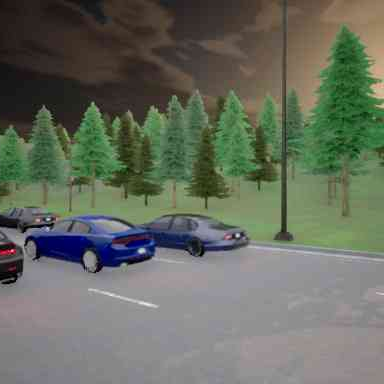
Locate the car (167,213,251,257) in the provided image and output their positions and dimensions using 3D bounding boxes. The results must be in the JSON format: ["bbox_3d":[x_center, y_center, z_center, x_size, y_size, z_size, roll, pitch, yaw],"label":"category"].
[{"bbox_3d":[-0.465,1.547,12.899,5.357,1.411,2.033,0,0,35],"label":"car"}]

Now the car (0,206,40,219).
[{"bbox_3d":[-9.882,1.547,19.584,5.357,1.411,2.033,0,0,35],"label":"car"}]

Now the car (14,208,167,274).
[{"bbox_3d":[-3.406,1.477,10.697,5.008,1.535,1.882,0,0,35],"label":"car"}]

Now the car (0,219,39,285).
[{"bbox_3d":[-6.085,1.503,8.286,4.892,1.490,1.837,-1,0,36],"label":"car"}]
